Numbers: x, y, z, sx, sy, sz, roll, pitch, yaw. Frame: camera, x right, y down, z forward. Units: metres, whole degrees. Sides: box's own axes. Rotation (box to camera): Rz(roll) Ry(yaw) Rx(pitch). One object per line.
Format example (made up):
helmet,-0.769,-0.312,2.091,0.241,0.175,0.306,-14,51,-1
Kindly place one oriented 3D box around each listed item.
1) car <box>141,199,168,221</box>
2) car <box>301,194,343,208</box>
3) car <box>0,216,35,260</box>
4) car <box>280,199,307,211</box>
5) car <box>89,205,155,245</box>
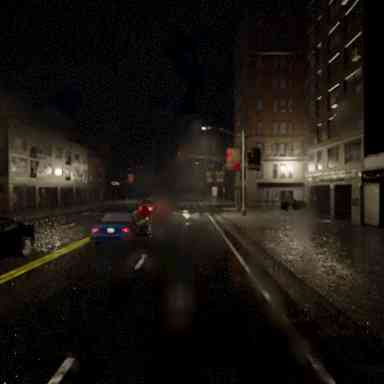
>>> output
car,-3.163,1.330,27.485,2.097,1.767,4.553,0,0,0
car,18.076,1.263,46.460,5.009,1.841,2.192,0,0,0
car,-6.599,1.468,9.987,1.882,1.535,5.008,0,0,0
car,12.382,1.557,38.459,4.313,1.339,1.947,0,0,0
car,-3.161,1.534,15.453,2.033,1.411,5.357,0,0,0
